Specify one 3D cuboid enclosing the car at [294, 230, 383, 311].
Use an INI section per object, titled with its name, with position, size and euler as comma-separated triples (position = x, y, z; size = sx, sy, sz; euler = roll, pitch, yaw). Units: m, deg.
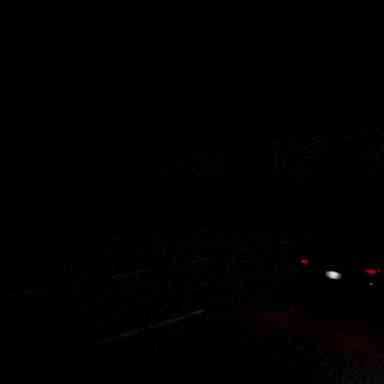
[car]
position = 4.193, 1.607, 7.936
size = 4.181, 1.385, 1.994
euler = 0, 0, -45
